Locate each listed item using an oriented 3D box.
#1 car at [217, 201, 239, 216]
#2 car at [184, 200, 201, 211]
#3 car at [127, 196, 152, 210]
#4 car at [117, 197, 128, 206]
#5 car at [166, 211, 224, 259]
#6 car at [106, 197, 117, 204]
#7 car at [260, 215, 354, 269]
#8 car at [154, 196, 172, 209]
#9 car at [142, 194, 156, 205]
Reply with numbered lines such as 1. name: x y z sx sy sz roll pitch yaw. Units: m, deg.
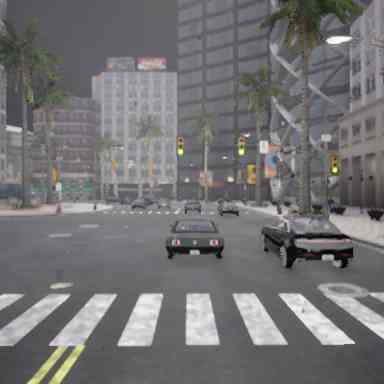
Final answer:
1. car: 3.593 1.656 33.622 2.033 1.411 5.357 0 0 0
2. car: 0.086 1.617 38.940 2.128 1.511 4.902 0 0 0
3. car: -7.333 1.699 47.158 2.033 1.411 5.357 0 0 0
4. car: -11.791 1.762 61.329 1.994 1.385 4.181 0 0 -30
5. car: 0.097 1.642 12.801 1.895 1.301 4.718 0 0 0
6. car: -16.543 1.709 71.739 5.008 1.535 1.882 0 0 38
7. car: 3.596 1.528 11.222 2.128 1.511 4.902 0 0 0
8. car: -3.956 1.644 47.272 2.128 1.511 4.902 0 0 -5
9. car: -7.680 1.420 61.502 2.150 2.045 5.566 0 0 -29
